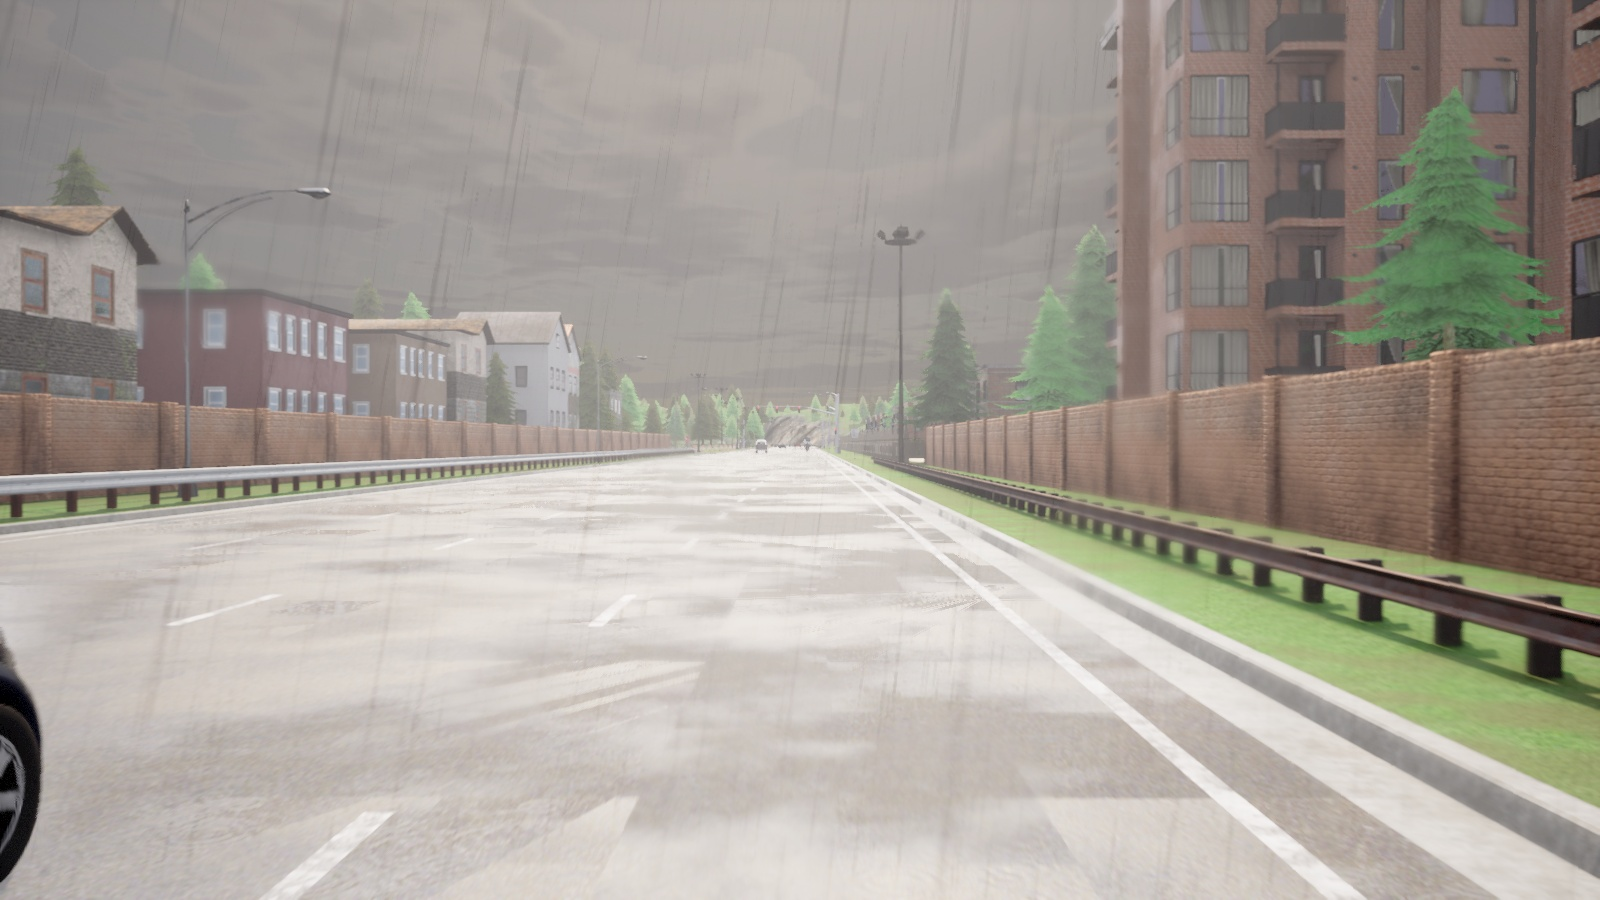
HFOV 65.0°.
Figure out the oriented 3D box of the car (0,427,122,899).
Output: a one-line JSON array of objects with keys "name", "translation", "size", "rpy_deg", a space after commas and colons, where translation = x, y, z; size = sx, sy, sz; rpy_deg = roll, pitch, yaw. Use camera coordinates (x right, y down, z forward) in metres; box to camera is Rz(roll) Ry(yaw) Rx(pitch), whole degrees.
[{"name": "car", "translation": [-3.468, 0.707, 2.896], "size": [1.789, 1.549, 3.705], "rpy_deg": [0, 0, 0]}]
